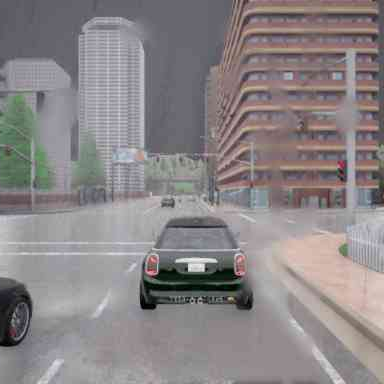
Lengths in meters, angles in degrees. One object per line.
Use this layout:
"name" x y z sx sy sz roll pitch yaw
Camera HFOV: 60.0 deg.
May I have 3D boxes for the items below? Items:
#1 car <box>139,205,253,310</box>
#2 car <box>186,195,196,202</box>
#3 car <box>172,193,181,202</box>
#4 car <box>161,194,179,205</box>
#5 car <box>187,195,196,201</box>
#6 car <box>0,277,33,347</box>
"car" 0.096 1.351 7.978 2.097 1.767 4.553 0 0 1
"car" -0.168 1.511 76.386 1.812 1.442 4.674 0 0 0
"car" -3.668 1.212 76.127 2.150 2.045 5.566 0 0 0
"car" -3.509 1.486 49.989 2.128 1.511 4.902 0 0 0
"car" -0.188 1.498 85.386 2.128 1.511 4.902 0 0 0
"car" -3.433 1.525 3.358 1.812 1.442 4.674 0 0 0
